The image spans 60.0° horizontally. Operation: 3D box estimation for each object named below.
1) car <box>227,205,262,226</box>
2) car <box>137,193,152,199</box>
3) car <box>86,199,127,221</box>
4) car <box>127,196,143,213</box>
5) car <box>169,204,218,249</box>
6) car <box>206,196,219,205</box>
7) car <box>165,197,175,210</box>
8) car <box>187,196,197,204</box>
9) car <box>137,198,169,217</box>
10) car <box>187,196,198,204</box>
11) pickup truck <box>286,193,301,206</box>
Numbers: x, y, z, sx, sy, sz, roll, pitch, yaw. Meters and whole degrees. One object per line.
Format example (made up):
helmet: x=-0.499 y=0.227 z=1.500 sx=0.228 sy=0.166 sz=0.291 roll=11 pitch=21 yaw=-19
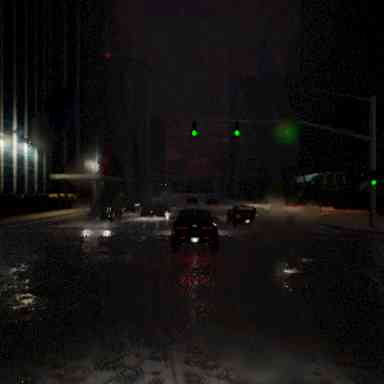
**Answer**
car: x=3.610 y=1.608 z=23.744 sx=1.895 sy=1.301 sz=4.718 roll=0 pitch=0 yaw=0
car: x=-6.980 y=1.237 z=47.773 sx=2.150 sy=2.045 sz=5.566 roll=0 pitch=0 yaw=0
car: x=-7.078 y=1.361 z=27.212 sx=2.097 sy=1.767 sz=4.553 roll=0 pitch=0 yaw=0
car: x=-7.055 y=1.517 z=37.366 sx=1.837 sy=1.490 sz=4.892 roll=0 pitch=0 yaw=0
car: x=0.107 y=1.509 z=14.674 sx=1.837 sy=1.490 sz=4.892 roll=0 pitch=0 yaw=0
car: x=3.524 y=1.496 z=57.612 sx=1.882 sy=1.535 sz=5.008 roll=0 pitch=0 yaw=0
car: x=-3.535 y=1.614 z=40.485 sx=1.895 sy=1.301 sz=4.718 roll=0 pitch=0 yaw=0
car: x=0.028 y=1.586 z=67.671 sx=1.994 sy=1.385 sz=4.181 roll=0 pitch=0 yaw=0
car: x=-3.566 y=1.574 z=31.196 sx=1.994 sy=1.385 sz=4.181 roll=0 pitch=0 yaw=0
car: x=0.024 y=1.523 z=57.286 sx=1.837 sy=1.490 sz=4.892 roll=0 pitch=0 yaw=0
pickup truck: x=16.644 y=1.075 z=53.111 sx=2.390 sy=2.098 sz=6.274 roll=0 pitch=0 yaw=31
